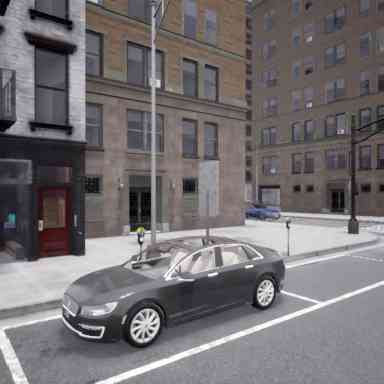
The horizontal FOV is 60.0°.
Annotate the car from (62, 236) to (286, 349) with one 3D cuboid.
[{"bbox_3d":[-0.088,1.551,6.191,4.403,1.369,2.008,0,0,-37],"label":"car"}]

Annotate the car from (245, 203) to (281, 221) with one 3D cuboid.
[{"bbox_3d":[5.133,1.625,27.618,1.812,1.442,4.674,0,0,-37],"label":"car"}]
